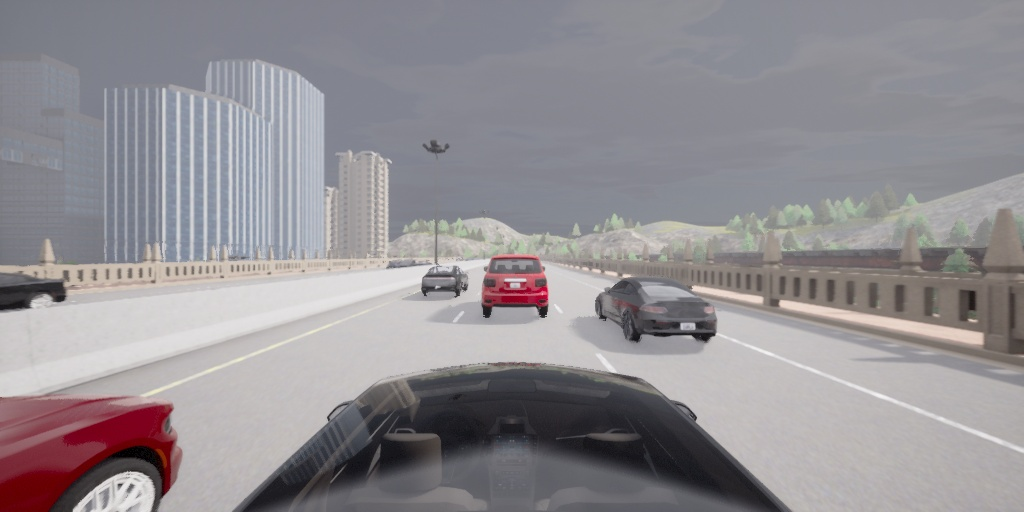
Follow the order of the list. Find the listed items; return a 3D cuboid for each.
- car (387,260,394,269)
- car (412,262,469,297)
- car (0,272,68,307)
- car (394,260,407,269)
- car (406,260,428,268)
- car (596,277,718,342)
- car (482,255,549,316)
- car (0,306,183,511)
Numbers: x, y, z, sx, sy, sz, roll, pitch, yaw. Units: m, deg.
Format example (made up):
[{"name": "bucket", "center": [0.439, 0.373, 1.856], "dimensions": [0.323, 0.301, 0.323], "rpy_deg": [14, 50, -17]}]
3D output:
[{"name": "car", "center": [-17.550, 1.301, 54.801], "dimensions": [1.994, 1.385, 4.181], "rpy_deg": [0, 0, 1]}, {"name": "car", "center": [-3.403, 1.238, 18.849], "dimensions": [2.128, 1.511, 4.902], "rpy_deg": [0, 0, 0]}, {"name": "car", "center": [-17.601, 1.225, 11.264], "dimensions": [1.882, 1.535, 5.008], "rpy_deg": [0, 0, 0]}, {"name": "car", "center": [-14.078, 1.246, 48.912], "dimensions": [1.837, 1.490, 4.892], "rpy_deg": [0, -1, 0]}, {"name": "car", "center": [-10.592, 1.304, 42.351], "dimensions": [1.994, 1.385, 4.181], "rpy_deg": [0, 0, 0]}, {"name": "car", "center": [3.598, 1.274, 9.639], "dimensions": [1.812, 1.442, 4.674], "rpy_deg": [0, 0, 0]}, {"name": "car", "center": [0.098, 0.969, 13.393], "dimensions": [2.150, 2.045, 5.566], "rpy_deg": [0, 0, 0]}, {"name": "car", "center": [-3.400, 1.228, 0.593], "dimensions": [1.882, 1.535, 5.008], "rpy_deg": [0, 0, 0]}]
